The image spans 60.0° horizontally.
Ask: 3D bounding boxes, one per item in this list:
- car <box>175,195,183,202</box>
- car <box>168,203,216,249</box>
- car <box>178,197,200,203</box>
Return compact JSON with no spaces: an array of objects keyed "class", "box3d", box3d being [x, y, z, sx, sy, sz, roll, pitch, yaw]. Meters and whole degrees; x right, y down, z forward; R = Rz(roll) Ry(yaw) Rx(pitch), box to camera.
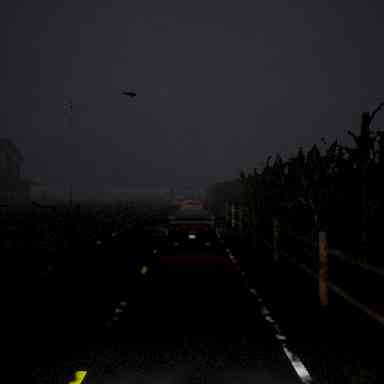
[{"class":"car","box3d":[-2.750,1.443,76.712,2.033,1.411,5.357,0,0,0]},{"class":"car","box3d":[0.000,1.484,14.650,1.882,1.535,5.008,0,0,0]},{"class":"car","box3d":[0.000,1.480,29.650,1.882,1.535,5.008,0,0,0]}]
